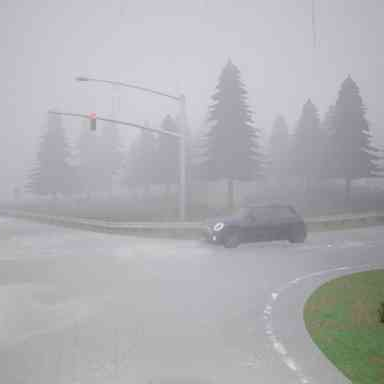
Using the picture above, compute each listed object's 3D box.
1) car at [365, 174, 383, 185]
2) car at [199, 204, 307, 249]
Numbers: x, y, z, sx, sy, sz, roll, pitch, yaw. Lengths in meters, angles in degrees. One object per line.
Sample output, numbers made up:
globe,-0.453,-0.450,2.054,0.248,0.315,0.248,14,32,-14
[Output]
car,28.020,-2.127,51.214,2.150,2.045,5.566,0,5,25
car,2.601,1.338,14.443,4.553,1.767,2.097,-1,0,-18
